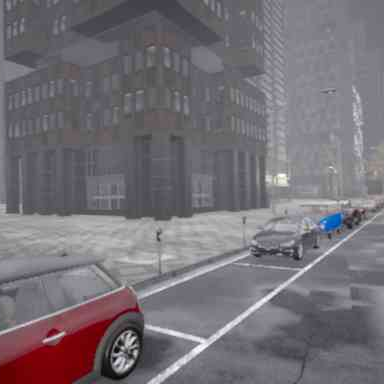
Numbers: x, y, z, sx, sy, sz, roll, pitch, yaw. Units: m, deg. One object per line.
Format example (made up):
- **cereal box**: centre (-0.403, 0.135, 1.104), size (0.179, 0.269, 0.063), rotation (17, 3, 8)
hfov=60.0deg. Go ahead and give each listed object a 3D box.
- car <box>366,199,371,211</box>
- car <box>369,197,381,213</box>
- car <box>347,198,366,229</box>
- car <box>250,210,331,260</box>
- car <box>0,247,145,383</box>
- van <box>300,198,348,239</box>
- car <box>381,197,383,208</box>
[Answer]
- **car**: centre (12.747, 1.535, 26.501), size (1.887, 1.381, 4.507), rotation (-2, -1, 33)
- **car**: centre (18.715, 1.471, 35.599), size (1.752, 1.417, 4.829), rotation (-2, -1, 33)
- **car**: centre (9.712, 1.328, 21.883), size (2.192, 1.841, 5.009), rotation (-2, -1, 33)
- **car**: centre (3.656, 1.610, 12.640), size (2.008, 1.369, 4.403), rotation (-2, -1, 33)
- **car**: centre (-2.408, 1.545, 3.401), size (1.967, 1.590, 4.097), rotation (-2, -1, 33)
- **van**: centre (6.682, 1.377, 17.263), size (1.690, 1.788, 3.998), rotation (-2, -1, 33)
- **car**: centre (21.839, 1.467, 40.361), size (1.887, 1.381, 4.507), rotation (-2, -1, 33)
